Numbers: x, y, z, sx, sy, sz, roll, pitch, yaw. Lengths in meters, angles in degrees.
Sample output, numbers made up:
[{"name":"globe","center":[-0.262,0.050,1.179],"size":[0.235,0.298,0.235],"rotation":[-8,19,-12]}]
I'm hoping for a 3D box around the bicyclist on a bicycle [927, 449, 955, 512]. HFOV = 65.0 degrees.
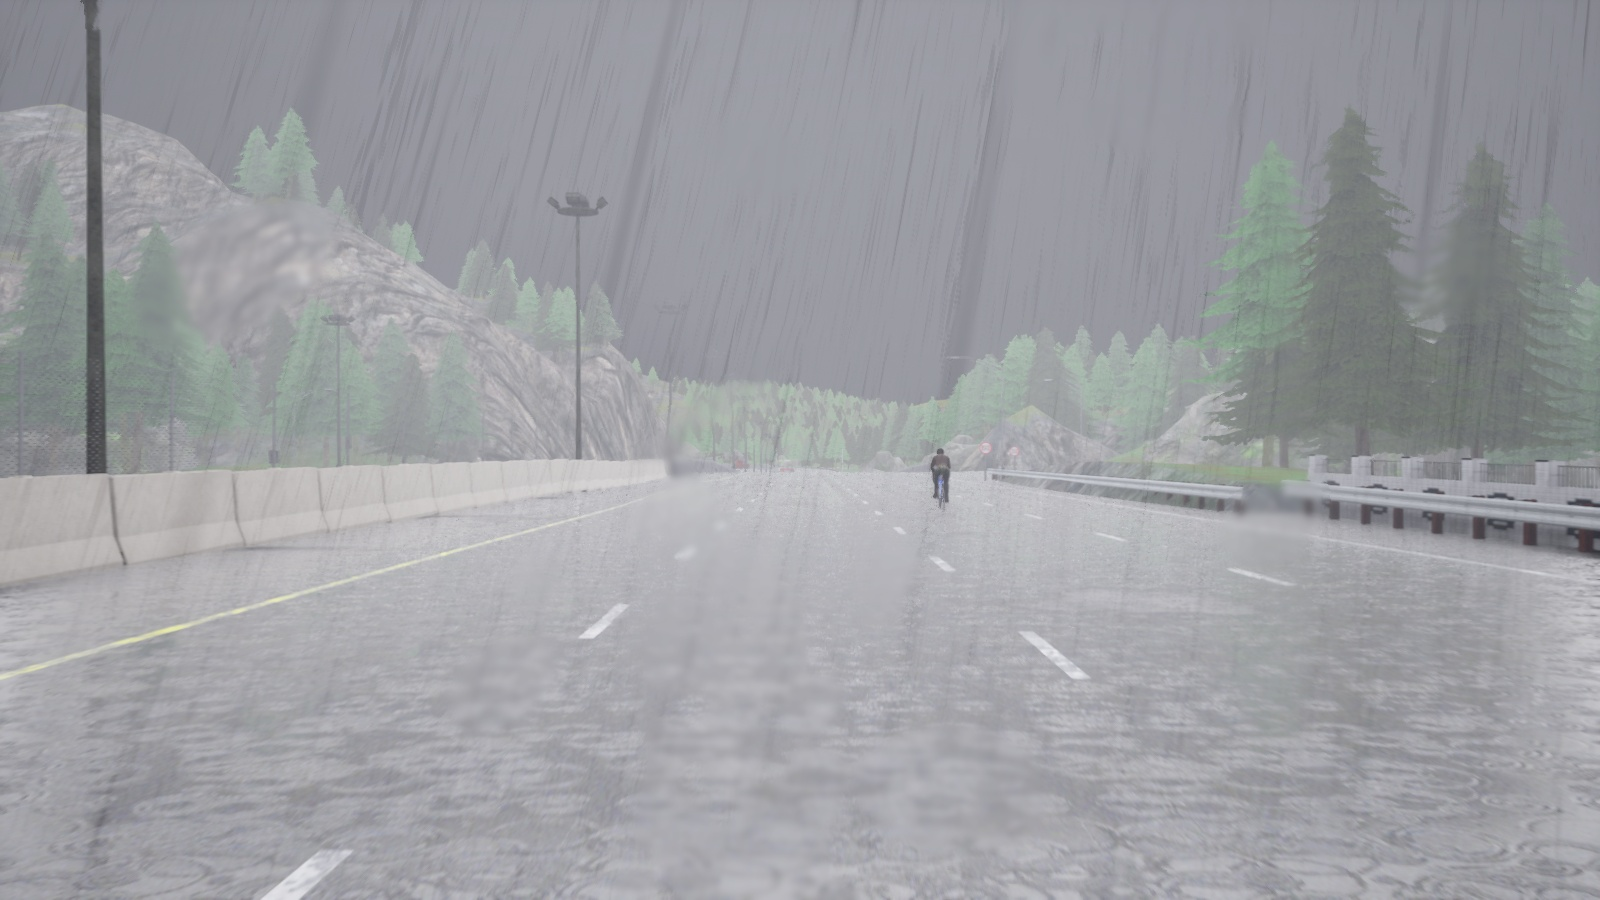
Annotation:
[{"name":"bicyclist on a bicycle","center":[3.703,0.784,33.079],"size":[0.582,1.620,1.656],"rotation":[0,-1,0]}]
